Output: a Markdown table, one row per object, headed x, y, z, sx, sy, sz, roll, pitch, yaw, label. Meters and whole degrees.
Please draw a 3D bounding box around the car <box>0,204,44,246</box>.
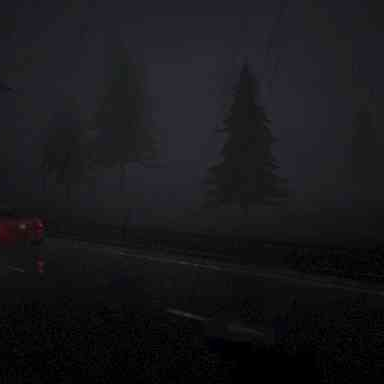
| x | y | z | sx | sy | sz | roll | pitch | yaw | label |
| --- | --- | --- | --- | --- | --- | --- | --- | --- | --- |
| -8.364 | 1.366 | 13.976 | 4.553 | 1.767 | 2.097 | 0 | 0 | 31 | car |
